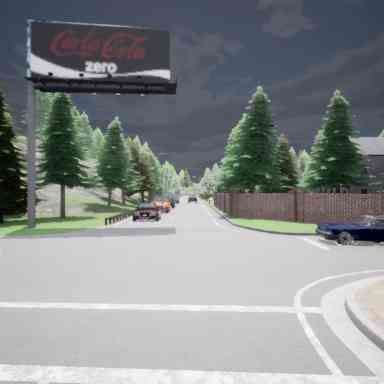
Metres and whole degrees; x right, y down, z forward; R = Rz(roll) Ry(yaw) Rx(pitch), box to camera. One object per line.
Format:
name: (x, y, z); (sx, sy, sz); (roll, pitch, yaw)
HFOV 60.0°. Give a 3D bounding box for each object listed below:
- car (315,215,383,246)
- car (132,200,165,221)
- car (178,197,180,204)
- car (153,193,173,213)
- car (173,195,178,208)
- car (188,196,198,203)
car: (8.447, 1.777, 15.793); (4.718, 1.301, 1.895); (0, 0, 2)
car: (-3.553, 1.564, 26.821); (1.994, 1.385, 4.181); (0, 0, -1)
car: (-3.460, 1.349, 63.253); (2.097, 1.767, 4.553); (0, 0, 0)
car: (-3.574, 1.352, 36.912); (2.097, 1.767, 4.553); (0, 0, 0)
car: (-3.554, 1.219, 47.232); (2.150, 2.045, 5.566); (0, 0, 0)
car: (0.150, 1.505, 68.785); (1.837, 1.490, 4.892); (0, 0, 0)
